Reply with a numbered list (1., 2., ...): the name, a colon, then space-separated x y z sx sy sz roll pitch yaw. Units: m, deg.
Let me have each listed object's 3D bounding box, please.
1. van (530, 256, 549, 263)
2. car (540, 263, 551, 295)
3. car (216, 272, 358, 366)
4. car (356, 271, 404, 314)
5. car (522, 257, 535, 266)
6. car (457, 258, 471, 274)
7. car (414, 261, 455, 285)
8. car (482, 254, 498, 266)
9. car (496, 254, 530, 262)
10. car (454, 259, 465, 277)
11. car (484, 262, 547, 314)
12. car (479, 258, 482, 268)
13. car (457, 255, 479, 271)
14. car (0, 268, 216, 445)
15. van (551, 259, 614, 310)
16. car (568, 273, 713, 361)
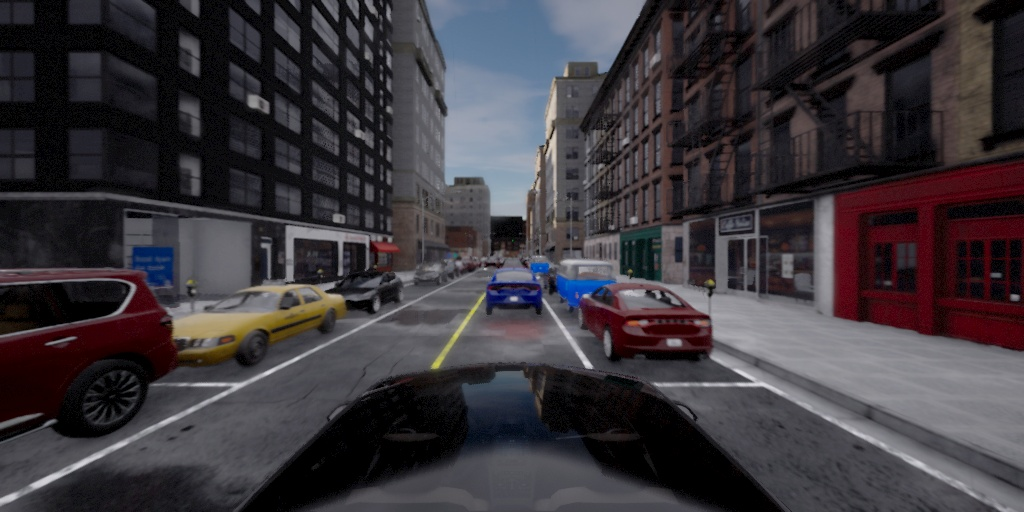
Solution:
1. van: 2.645 0.903 35.110 1.690 1.789 3.998 0 0 0
2. car: 2.642 1.221 18.882 1.948 1.339 4.313 0 0 0
3. car: -5.386 1.241 7.895 1.751 1.417 4.829 0 0 0
4. car: -5.385 1.251 13.474 1.948 1.339 4.313 0 0 0
5. car: 2.764 0.896 60.847 1.882 1.535 5.008 0 0 0
6. car: -5.380 1.144 35.112 1.802 1.307 4.207 0 0 0
7. car: -5.382 1.174 24.293 2.007 1.370 4.403 0 0 0
8. car: -2.815 0.824 51.154 2.097 1.767 4.553 0 0 0
9. car: 0.077 0.951 28.470 2.097 1.767 4.553 0 0 0
10. car: -5.381 1.159 29.703 1.948 1.339 4.313 0 0 0
11. car: 0.073 1.163 13.509 1.882 1.535 5.008 0 0 0
12. car: -5.377 0.941 45.931 1.967 1.591 4.097 0 0 0
13. car: -5.378 0.846 40.521 2.192 1.841 5.009 0 0 0
14. car: -5.387 1.060 2.655 2.192 1.841 5.009 0 0 0
15. van: 2.640 1.026 13.473 1.690 1.789 3.998 0 0 0
16. car: 2.639 1.261 8.063 1.888 1.381 4.507 0 0 0
